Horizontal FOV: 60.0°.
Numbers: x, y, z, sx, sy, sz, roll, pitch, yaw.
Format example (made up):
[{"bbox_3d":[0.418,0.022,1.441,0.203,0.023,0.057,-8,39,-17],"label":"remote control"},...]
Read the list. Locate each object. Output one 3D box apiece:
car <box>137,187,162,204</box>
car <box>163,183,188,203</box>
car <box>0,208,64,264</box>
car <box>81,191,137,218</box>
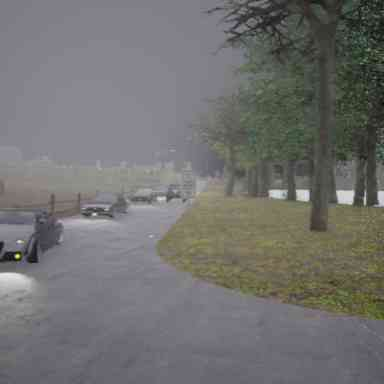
[{"bbox_3d":[-4.725,0.337,34.097,1.882,1.535,5.008,2,2,4],"label":"car"},{"bbox_3d":[-1.576,0.036,37.775,2.150,2.045,5.566,2,2,3],"label":"car"},{"bbox_3d":[-5.350,1.217,10.217,1.994,1.385,4.181,1,2,-8],"label":"car"},{"bbox_3d":[-5.449,0.820,21.858,2.033,1.411,5.357,2,2,4],"label":"car"}]
